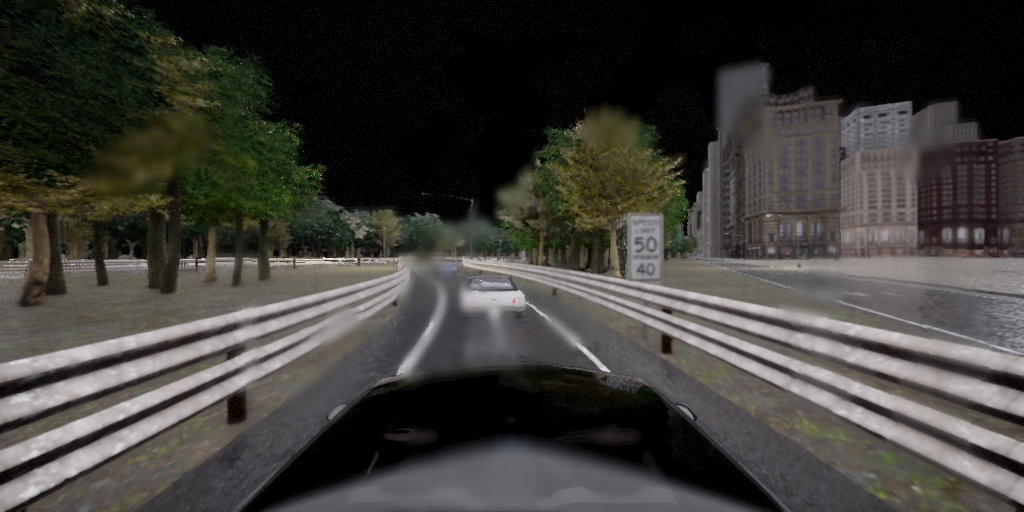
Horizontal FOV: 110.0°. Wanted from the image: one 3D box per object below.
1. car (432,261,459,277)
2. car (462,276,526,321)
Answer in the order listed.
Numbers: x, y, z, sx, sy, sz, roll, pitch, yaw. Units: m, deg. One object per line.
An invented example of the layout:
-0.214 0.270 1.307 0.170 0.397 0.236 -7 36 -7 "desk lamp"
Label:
-6.281 1.208 33.578 2.033 1.411 5.357 0 0 -20 "car"
-0.796 1.336 12.512 1.895 1.301 4.718 0 0 -8 "car"
